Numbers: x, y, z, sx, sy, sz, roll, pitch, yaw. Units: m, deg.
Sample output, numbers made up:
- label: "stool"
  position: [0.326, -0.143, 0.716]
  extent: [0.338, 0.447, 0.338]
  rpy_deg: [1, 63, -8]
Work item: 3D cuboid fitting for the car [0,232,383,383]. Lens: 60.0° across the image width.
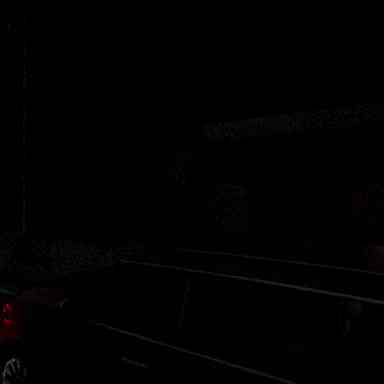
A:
- label: "car"
  position: [0.256, 1.310, 2.895]
  extent: [5.009, 1.841, 2.192]
  rpy_deg: [0, 0, 36]
